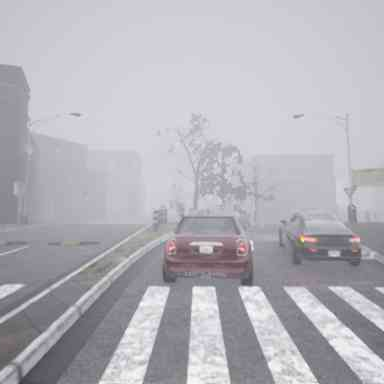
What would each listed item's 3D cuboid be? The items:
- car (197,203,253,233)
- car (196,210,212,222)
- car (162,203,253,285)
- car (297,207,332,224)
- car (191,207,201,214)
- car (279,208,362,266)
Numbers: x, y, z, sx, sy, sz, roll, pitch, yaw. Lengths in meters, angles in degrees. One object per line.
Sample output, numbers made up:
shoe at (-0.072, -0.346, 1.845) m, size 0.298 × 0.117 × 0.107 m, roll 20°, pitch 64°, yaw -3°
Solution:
car at (2.094, 1.359, 18.970) m, size 2.033 × 1.411 × 5.357 m, roll -2°, pitch -2°, yaw 18°
car at (2.271, 4.730, 66.528) m, size 2.150 × 2.045 × 5.566 m, roll 1°, pitch 0°, yaw -9°
car at (0.569, 1.256, 9.457) m, size 2.097 × 1.767 × 4.553 m, roll 0°, pitch 1°, yaw 7°
car at (11.831, 2.342, 31.936) m, size 1.837 × 1.490 × 4.892 m, roll -4°, pitch -7°, yaw 35°
car at (1.151, 4.861, 88.951) m, size 2.033 × 1.411 × 5.357 m, roll 0°, pitch 1°, yaw 6°
car at (4.001, 1.368, 10.932) m, size 1.812 × 1.442 × 4.674 m, roll 0°, pitch 2°, yaw 8°
